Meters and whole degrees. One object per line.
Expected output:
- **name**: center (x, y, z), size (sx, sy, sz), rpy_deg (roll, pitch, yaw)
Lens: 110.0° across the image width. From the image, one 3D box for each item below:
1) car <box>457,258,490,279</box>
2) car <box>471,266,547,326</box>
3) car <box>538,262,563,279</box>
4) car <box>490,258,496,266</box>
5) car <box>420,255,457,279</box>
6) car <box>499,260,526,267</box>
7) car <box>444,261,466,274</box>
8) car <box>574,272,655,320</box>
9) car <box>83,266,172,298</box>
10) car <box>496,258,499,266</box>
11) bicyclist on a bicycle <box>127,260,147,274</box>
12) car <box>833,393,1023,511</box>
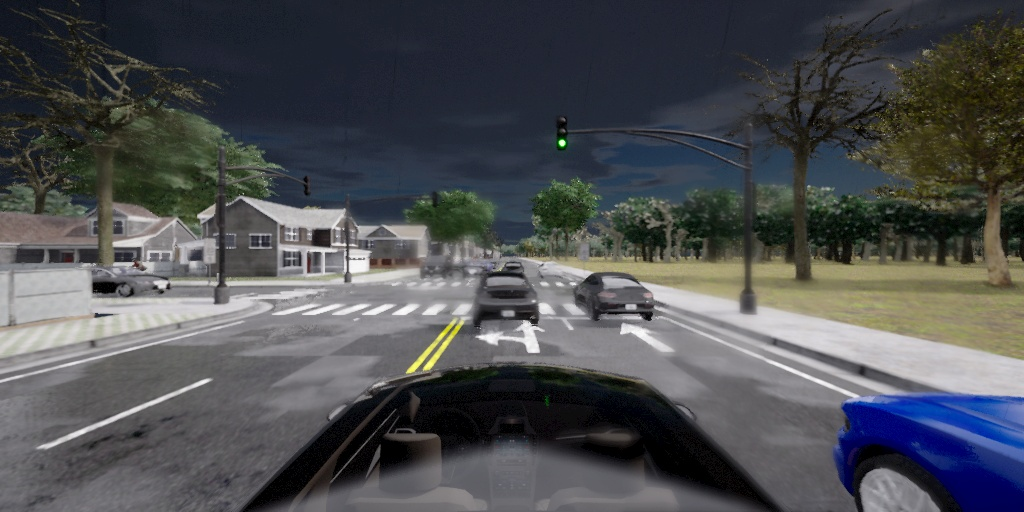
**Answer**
- **car**: center (-3.358, 1.204, 32.425), size (2.128, 1.511, 4.902), rpy_deg (0, 0, -1)
- **car**: center (-0.296, 1.245, 11.624), size (1.837, 1.490, 4.892), rpy_deg (0, 0, -5)
- **car**: center (3.352, 1.238, 31.818), size (1.812, 1.442, 4.674), rpy_deg (0, 0, 0)
- **car**: center (-3.340, 1.048, 41.566), size (2.097, 1.767, 4.553), rpy_deg (0, 0, 0)
- **car**: center (-6.601, 0.935, 32.090), size (2.150, 2.045, 5.566), rpy_deg (0, 0, 0)
- **car**: center (0.101, 1.220, 30.398), size (1.837, 1.490, 4.892), rpy_deg (0, 0, 0)
- **car**: center (-6.591, 1.296, 41.937), size (1.895, 1.301, 4.718), rpy_deg (0, 0, 0)
- **car**: center (3.350, 1.265, 12.377), size (1.812, 1.442, 4.674), rpy_deg (0, 0, 0)
- **car**: center (-19.744, 1.258, 17.745), size (4.902, 1.511, 2.128), rpy_deg (0, 0, 0)
- **car**: center (-3.303, 1.241, 51.696), size (1.994, 1.385, 4.181), rpy_deg (0, 0, 1)
- **bicyclist on a bicycle**: center (-24.638, 1.069, 23.618), size (0.582, 1.620, 1.656), rpy_deg (0, 0, 0)
- **car**: center (3.351, 1.228, 0.612), size (1.882, 1.535, 5.008), rpy_deg (0, 0, 0)
